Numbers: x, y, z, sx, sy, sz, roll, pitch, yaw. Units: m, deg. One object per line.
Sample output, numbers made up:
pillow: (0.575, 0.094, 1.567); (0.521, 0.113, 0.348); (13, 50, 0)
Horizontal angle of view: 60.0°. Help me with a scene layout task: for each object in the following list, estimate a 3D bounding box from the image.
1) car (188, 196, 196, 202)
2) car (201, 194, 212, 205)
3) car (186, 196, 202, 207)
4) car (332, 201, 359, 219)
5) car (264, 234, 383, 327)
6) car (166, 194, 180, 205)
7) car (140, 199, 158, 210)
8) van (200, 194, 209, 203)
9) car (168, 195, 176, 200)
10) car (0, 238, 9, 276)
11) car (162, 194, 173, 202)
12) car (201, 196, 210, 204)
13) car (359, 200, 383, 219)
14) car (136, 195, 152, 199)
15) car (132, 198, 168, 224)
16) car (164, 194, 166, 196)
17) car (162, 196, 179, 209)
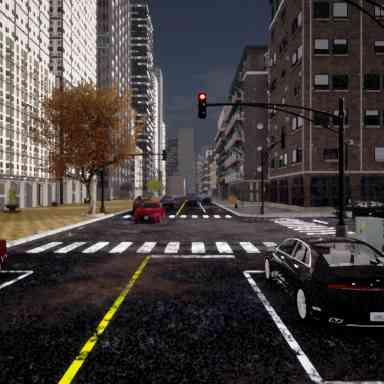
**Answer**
car: (-0.032, 1.625, 78.883); (1.994, 1.385, 4.181); (0, 0, 0)
car: (2.664, 1.610, 61.424); (1.947, 1.339, 4.313); (0, 0, 0)
car: (0.080, 1.599, 52.994); (1.994, 1.385, 4.181); (0, 0, 0)
car: (13.414, 1.350, 26.355); (4.403, 1.369, 2.008); (-1, 1, -1)
car: (2.685, 1.551, 6.945); (2.008, 1.369, 4.403); (0, 0, 0)
car: (-3.099, 1.535, 60.008); (2.128, 1.511, 4.902); (0, 0, 0)
car: (-5.710, 1.592, 44.853); (1.947, 1.339, 4.313); (0, 0, 0)
van: (2.659, 1.402, 72.471); (1.690, 1.788, 3.998); (0, 0, 0)
car: (-5.730, 1.654, 94.558); (2.008, 1.369, 4.403); (0, 0, 0)
car: (-5.695, 1.545, 6.942); (1.887, 1.381, 4.507); (0, 0, 0)
car: (-5.724, 1.386, 77.990); (2.192, 1.841, 5.009); (0, 0, 0)
car: (2.662, 1.578, 67.117); (1.752, 1.417, 4.829); (0, 0, 0)
car: (14.727, 1.345, 23.789); (4.181, 1.385, 1.994); (-1, 0, -1)
car: (-5.709, 1.336, 39.330); (2.192, 1.841, 5.009); (0, 0, 0)
car: (-3.112, 1.486, 25.086); (1.882, 1.535, 5.008); (0, 0, 0)
car: (-5.722, 1.627, 72.467); (1.947, 1.339, 4.313); (0, 0, 0)
car: (-3.115, 1.627, 44.533); (1.895, 1.301, 4.718); (0, 0, 0)
